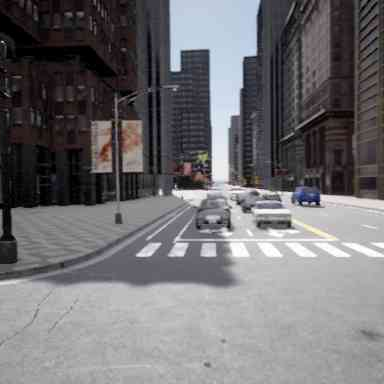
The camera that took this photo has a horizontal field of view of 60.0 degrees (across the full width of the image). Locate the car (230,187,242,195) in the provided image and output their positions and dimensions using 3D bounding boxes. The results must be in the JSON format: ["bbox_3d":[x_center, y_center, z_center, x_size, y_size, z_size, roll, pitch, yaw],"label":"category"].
[{"bbox_3d":[7.126,0.236,53.351,2.150,2.045,5.566,-1,1,4],"label":"car"}]

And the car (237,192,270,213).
[{"bbox_3d":[5.226,1.015,28.668,1.994,1.385,4.181,-1,1,5],"label":"car"}]

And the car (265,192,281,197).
[{"bbox_3d":[9.514,0.701,40.236,2.128,1.511,4.902,-1,1,4],"label":"car"}]

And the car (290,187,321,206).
[{"bbox_3d":[12.520,0.453,36.891,2.150,2.045,5.566,-1,1,4],"label":"car"}]

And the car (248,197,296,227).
[{"bbox_3d":[4.503,1.216,19.317,1.895,1.301,4.718,-1,1,7],"label":"car"}]

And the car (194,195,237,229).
[{"bbox_3d":[1.213,1.151,18.912,2.128,1.511,4.902,-1,1,4],"label":"car"}]

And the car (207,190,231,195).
[{"bbox_3d":[1.918,0.850,28.091,2.097,1.767,4.553,-1,1,5],"label":"car"}]

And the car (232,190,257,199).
[{"bbox_3d":[6.026,0.842,38.483,1.994,1.385,4.181,-1,1,4],"label":"car"}]

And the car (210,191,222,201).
[{"bbox_3d":[3.887,0.581,53.578,1.812,1.442,4.674,-1,1,4],"label":"car"}]
